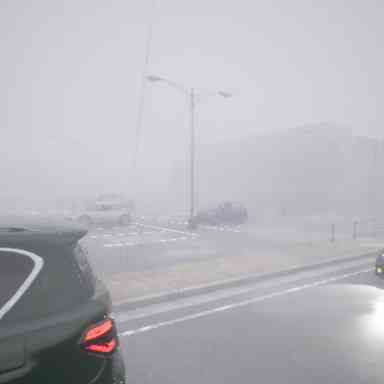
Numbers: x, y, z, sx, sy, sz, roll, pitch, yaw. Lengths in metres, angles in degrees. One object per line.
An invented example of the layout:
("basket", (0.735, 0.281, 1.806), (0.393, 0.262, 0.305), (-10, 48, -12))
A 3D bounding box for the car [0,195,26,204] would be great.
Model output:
("car", (-29.678, 1.314, 54.426), (4.514, 1.523, 2.007), (0, 0, -35))

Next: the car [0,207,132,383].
("car", (-3.127, 1.220, 1.758), (5.566, 2.045, 2.150), (0, 0, -35))

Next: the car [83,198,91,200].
("car", (-10.535, 1.108, 39.895), (3.866, 1.878, 1.905), (0, 0, -35))

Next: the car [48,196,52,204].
("car", (-21.801, 1.263, 55.460), (3.806, 1.475, 1.970), (0, 0, -35))

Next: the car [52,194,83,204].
("car", (-17.861, 1.185, 50.384), (5.027, 1.636, 2.152), (0, 0, -35))

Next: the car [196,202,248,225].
("car", (1.995, 1.405, 22.434), (3.633, 1.501, 1.845), (0, 0, -35))

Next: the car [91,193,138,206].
("car", (-8.533, 1.129, 37.749), (4.605, 1.855, 1.932), (0, 0, -35))

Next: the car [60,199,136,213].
("car", (-5.795, 1.400, 20.628), (3.806, 1.475, 1.970), (0, 0, -35))

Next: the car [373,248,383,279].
("car", (6.560, 1.586, 8.603), (4.181, 1.385, 1.994), (0, 0, -35))
